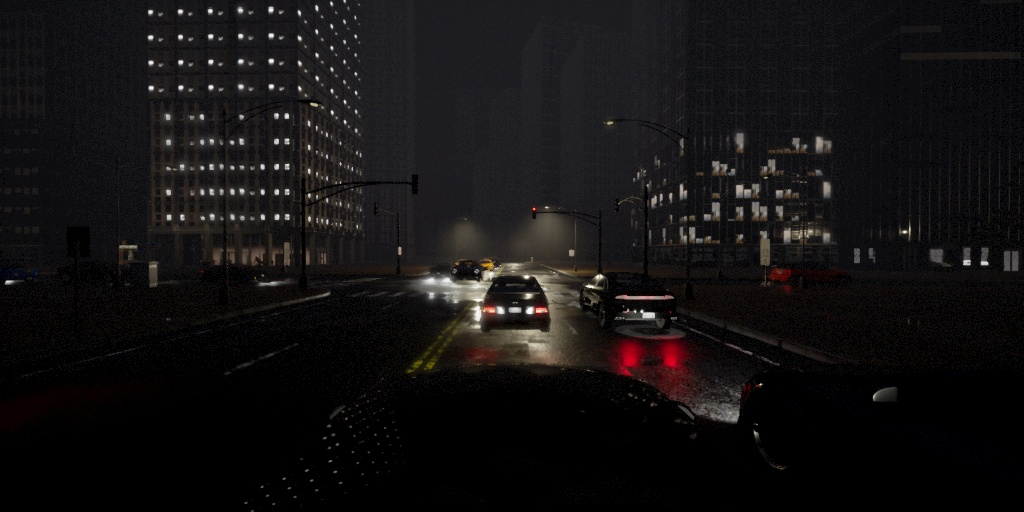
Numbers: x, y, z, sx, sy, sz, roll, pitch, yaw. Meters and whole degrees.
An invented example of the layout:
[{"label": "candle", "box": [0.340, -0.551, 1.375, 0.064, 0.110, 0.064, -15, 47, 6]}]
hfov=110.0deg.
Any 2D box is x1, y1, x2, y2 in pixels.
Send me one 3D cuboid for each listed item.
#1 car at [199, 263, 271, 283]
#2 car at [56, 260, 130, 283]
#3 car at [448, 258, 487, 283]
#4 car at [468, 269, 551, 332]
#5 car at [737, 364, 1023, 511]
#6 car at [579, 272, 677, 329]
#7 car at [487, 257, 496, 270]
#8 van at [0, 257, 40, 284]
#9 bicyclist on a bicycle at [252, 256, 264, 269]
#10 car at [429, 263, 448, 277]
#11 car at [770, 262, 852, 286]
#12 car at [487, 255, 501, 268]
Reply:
[{"label": "car", "box": [-19.967, 1.227, 25.940, 4.181, 1.385, 1.994, 0, 0, 1]}, {"label": "car", "box": [-30.059, 1.093, 26.201, 5.008, 1.535, 1.882, 0, 0, 2]}, {"label": "car", "box": [-3.320, 1.073, 27.666, 2.097, 1.767, 4.553, 0, 1, 0]}, {"label": "car", "box": [0.107, 1.294, 10.774, 2.033, 1.411, 5.357, 0, 0, 1]}, {"label": "car", "box": [3.354, 1.314, 2.032, 1.994, 1.385, 4.181, 0, 0, 0]}, {"label": "car", "box": [3.354, 1.238, 11.188, 2.128, 1.511, 4.902, 0, 0, 0]}, {"label": "car", "box": [-3.306, 1.191, 44.503, 1.882, 1.535, 5.008, 0, 0, 0]}, {"label": "van", "box": [-33.915, 0.959, 23.716, 3.998, 1.789, 1.690, 0, 0, 1]}, {"label": "bicyclist on a bicycle", "box": [-24.675, 0.867, 34.798, 0.582, 1.620, 1.656, 0, 1, 1]}, {"label": "car", "box": [-6.567, 1.300, 34.295, 1.895, 1.301, 4.718, 0, -1, 0]}, {"label": "car", "box": [20.958, 1.204, 25.191, 4.553, 1.767, 2.097, 0, 0, 1]}, {"label": "car", "box": [-3.285, 0.904, 60.488, 2.150, 2.045, 5.566, 0, 0, 0]}]
